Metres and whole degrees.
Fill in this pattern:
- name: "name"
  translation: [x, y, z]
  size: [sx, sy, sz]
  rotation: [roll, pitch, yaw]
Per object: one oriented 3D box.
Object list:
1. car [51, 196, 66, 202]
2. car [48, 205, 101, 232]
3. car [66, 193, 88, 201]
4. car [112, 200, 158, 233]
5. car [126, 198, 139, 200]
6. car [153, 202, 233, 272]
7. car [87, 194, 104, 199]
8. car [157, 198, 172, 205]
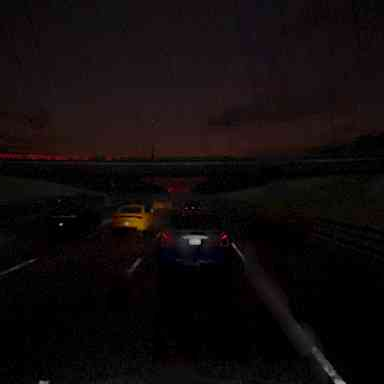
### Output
- name: "car"
  translation: [-24.506, 1.499, 61.702]
  size: [1.837, 1.490, 4.892]
  rotation: [0, 0, 0]
- name: "car"
  translation: [-6.899, 1.501, 19.954]
  size: [2.128, 1.511, 4.902]
  rotation: [0, 0, 0]
- name: "car"
  translation: [-21.002, 1.218, 62.495]
  size: [2.150, 2.045, 5.566]
  rotation: [0, 0, 0]
- name: "car"
  translation: [-3.399, 1.486, 19.834]
  size: [1.882, 1.535, 5.008]
  rotation: [0, 0, 0]
- name: "car"
  translation: [-6.897, 1.481, 38.700]
  size: [1.882, 1.535, 5.008]
  rotation: [0, 0, 0]
- name: "car"
  translation: [0.091, 1.362, 11.036]
  size: [2.097, 1.767, 4.553]
  rotation: [0, 0, 0]
- name: "car"
  translation: [-17.517, 1.500, 62.143]
  size: [1.837, 1.490, 4.892]
  rotation: [0, 0, 1]
- name: "car"
  translation: [-3.396, 1.481, 39.113]
  size: [1.882, 1.535, 5.008]
  rotation: [0, 0, 0]
